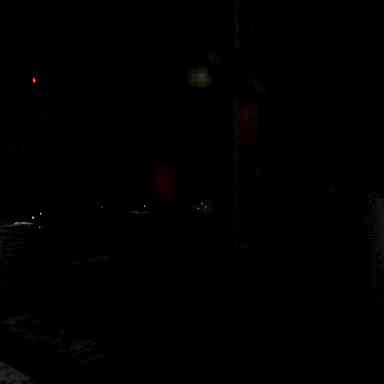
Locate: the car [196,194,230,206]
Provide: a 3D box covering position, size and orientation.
[{"bbox_3d":[2.720,0.896,40.711,2.033,1.411,5.357,0,1,36],"label":"car"}]

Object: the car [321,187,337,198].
[{"bbox_3d":[25.027,0.106,61.006,2.150,2.045,5.566,0,1,35],"label":"car"}]

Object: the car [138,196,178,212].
[{"bbox_3d":[-3.227,1.090,32.197,1.994,1.385,4.181,0,1,35],"label":"car"}]

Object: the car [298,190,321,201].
[{"bbox_3d":[17.503,0.657,50.209,1.994,1.385,4.181,0,1,35],"label":"car"}]

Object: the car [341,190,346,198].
[{"bbox_3d":[28.278,0.378,59.977,1.837,1.490,4.892,0,1,34],"label":"car"}]

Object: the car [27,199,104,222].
[{"bbox_3d":[-8.935,1.249,24.030,2.033,1.411,5.357,0,1,35],"label":"car"}]
